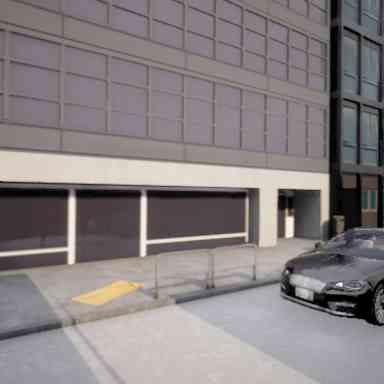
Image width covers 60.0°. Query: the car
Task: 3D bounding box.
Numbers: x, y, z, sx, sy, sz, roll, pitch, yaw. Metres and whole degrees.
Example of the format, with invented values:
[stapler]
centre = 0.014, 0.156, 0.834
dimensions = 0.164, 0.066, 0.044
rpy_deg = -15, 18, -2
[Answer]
[car]
centre = 4.028, 1.579, 7.285
dimensions = 4.902, 1.511, 2.128
rpy_deg = 1, -1, -34
